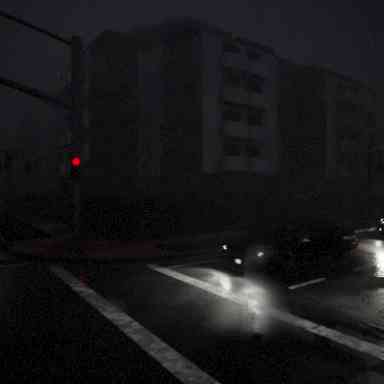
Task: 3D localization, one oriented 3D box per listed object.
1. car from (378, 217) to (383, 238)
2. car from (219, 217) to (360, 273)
[{"bbox_3d":[11.184,1.373,16.393,4.553,1.767,2.097,0,0,-34],"label":"car"},{"bbox_3d":[3.429,1.566,10.948,5.357,1.411,2.033,0,0,-37],"label":"car"}]
